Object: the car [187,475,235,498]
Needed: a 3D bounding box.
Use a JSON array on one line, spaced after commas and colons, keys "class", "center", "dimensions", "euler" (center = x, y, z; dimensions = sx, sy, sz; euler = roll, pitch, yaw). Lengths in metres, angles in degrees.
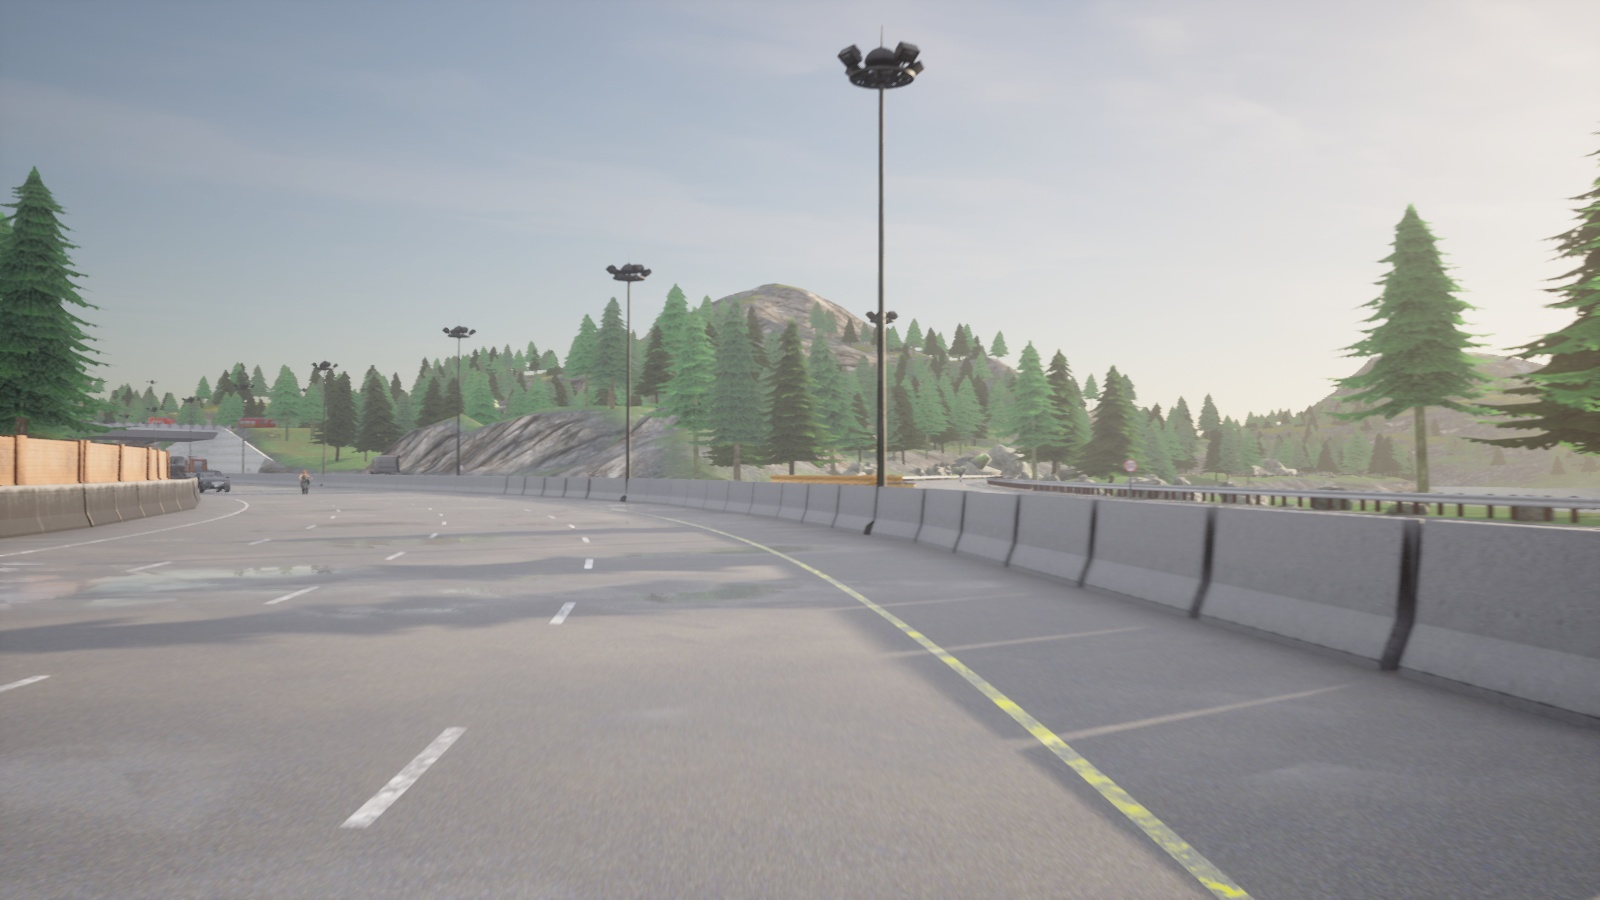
[{"class": "car", "center": [-40.259, 2.460, 85.800], "dimensions": [2.128, 1.511, 4.902], "euler": [0, -1, -35]}]
